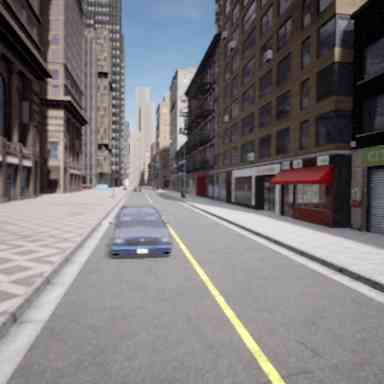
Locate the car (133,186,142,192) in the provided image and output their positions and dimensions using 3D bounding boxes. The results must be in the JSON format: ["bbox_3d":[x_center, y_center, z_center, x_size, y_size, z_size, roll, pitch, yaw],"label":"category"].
[{"bbox_3d":[-13.004,-0.691,79.572,1.882,1.535,5.008,0,1,-9],"label":"car"}]

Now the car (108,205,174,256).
[{"bbox_3d":[-1.902,1.179,11.865,2.033,1.411,5.357,0,2,-12],"label":"car"}]
